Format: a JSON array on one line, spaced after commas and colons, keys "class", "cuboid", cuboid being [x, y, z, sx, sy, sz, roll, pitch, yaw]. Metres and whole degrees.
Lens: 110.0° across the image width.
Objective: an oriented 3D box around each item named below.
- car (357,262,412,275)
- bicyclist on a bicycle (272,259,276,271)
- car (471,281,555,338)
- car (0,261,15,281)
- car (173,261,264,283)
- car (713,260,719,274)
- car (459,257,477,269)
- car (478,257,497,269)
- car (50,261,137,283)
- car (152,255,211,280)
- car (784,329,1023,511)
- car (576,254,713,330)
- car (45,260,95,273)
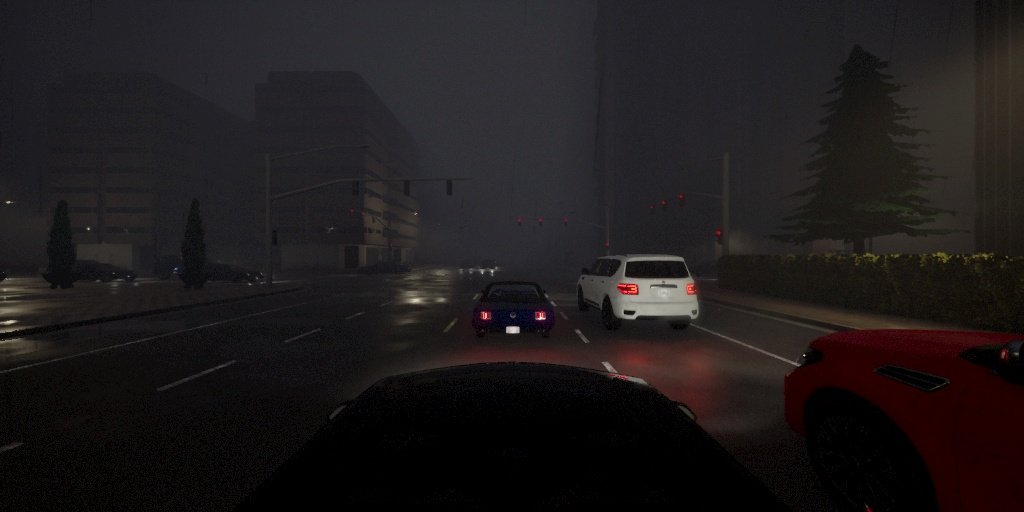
[{"class": "car", "cuboid": [-13.460, 1.297, 38.090, 5.357, 1.411, 2.033, 0, 0, -11]}, {"class": "bicyclist on a bicycle", "cuboid": [-28.697, 1.051, 42.836, 0.582, 1.620, 1.656, 0, 0, 0]}, {"class": "car", "cuboid": [0.044, 1.351, 10.171, 1.895, 1.301, 4.718, 0, 0, 0]}, {"class": "car", "cuboid": [-41.843, 1.276, 27.466, 4.674, 1.442, 1.812, 0, 0, 1]}, {"class": "car", "cuboid": [-22.006, 1.297, 27.272, 5.357, 1.411, 2.033, 0, 0, 1]}, {"class": "car", "cuboid": [20.822, 1.228, 37.631, 5.008, 1.535, 1.882, 0, 0, 1]}, {"class": "car", "cuboid": [-7.163, 1.275, 57.075, 1.812, 1.442, 4.674, 0, 0, 0]}, {"class": "car", "cuboid": [-3.675, 1.255, 55.476, 1.837, 1.490, 4.892, 0, 0, 0]}, {"class": "car", "cuboid": [-31.590, 1.276, 27.379, 4.674, 1.442, 1.812, 0, 0, 1]}, {"class": "car", "cuboid": [-27.502, 0.972, 30.842, 5.566, 2.045, 2.150, 0, 0, 0]}, {"class": "car", "cuboid": [3.601, 0.971, 0.938, 2.150, 2.045, 5.566, 0, 0, 0]}, {"class": "car", "cuboid": [3.575, 0.971, 11.300, 2.150, 2.045, 5.566, 0, 0, -2]}, {"class": "car", "cuboid": [-36.971, 1.102, 30.927, 4.553, 1.767, 2.097, 0, 0, 1]}]
